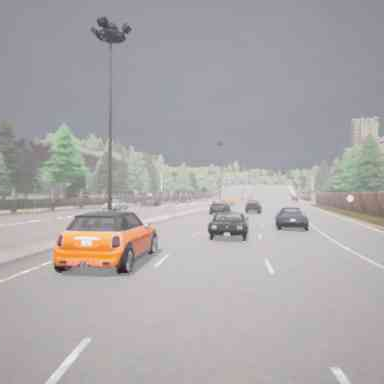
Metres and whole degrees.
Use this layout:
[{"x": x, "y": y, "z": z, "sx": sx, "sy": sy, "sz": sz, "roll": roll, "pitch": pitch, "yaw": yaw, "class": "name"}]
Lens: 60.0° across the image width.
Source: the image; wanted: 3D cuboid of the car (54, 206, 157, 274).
[{"x": -2.560, "y": 1.398, "z": 10.981, "sx": 2.097, "sy": 1.767, "sz": 4.553, "roll": 0, "pitch": 0, "yaw": 7, "class": "car"}]

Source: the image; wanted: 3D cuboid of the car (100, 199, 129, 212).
[{"x": -10.026, "y": 1.710, "z": 43.453, "sx": 1.812, "sy": 1.442, "sz": 4.674, "roll": 0, "pitch": 0, "yaw": 14, "class": "car"}]

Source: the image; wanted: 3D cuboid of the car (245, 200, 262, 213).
[{"x": 7.597, "y": 1.788, "z": 41.087, "sx": 1.837, "sy": 1.490, "sz": 4.892, "roll": 0, "pitch": 0, "yaw": 14, "class": "car"}]

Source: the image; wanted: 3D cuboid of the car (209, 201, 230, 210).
[{"x": 3.202, "y": 1.728, "z": 37.845, "sx": 2.128, "sy": 1.511, "sz": 4.902, "roll": 0, "pitch": 0, "yaw": 14, "class": "car"}]

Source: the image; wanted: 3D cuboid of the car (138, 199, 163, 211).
[{"x": -5.713, "y": 1.753, "z": 46.339, "sx": 1.812, "sy": 1.442, "sz": 4.674, "roll": 0, "pitch": -1, "yaw": 14, "class": "car"}]

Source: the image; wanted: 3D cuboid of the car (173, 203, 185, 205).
[{"x": -1.427, "y": 1.871, "z": 49.129, "sx": 1.895, "sy": 1.301, "sz": 4.718, "roll": 0, "pitch": 0, "yaw": 14, "class": "car"}]

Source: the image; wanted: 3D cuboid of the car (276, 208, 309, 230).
[{"x": 6.715, "y": 1.735, "z": 22.568, "sx": 1.994, "sy": 1.385, "sz": 4.181, "roll": 0, "pitch": 0, "yaw": 13, "class": "car"}]

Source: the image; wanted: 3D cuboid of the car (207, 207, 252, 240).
[{"x": 2.071, "y": 1.716, "z": 17.863, "sx": 1.895, "sy": 1.301, "sz": 4.718, "roll": 0, "pitch": 0, "yaw": 11, "class": "car"}]
